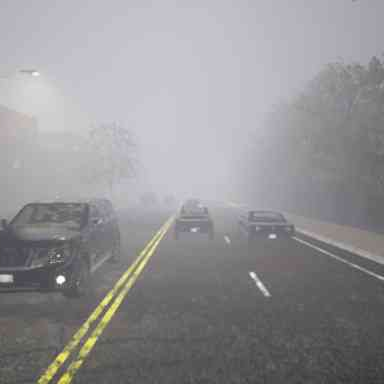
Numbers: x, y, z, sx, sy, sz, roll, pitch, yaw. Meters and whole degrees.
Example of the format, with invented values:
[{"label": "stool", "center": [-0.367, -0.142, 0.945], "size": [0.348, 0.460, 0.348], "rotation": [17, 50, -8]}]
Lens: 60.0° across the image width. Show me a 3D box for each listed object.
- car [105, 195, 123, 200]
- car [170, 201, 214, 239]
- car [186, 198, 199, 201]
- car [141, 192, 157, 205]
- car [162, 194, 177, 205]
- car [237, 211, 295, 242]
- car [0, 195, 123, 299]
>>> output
[{"label": "car", "center": [-20.725, 1.480, 88.687], "size": [4.313, 1.339, 1.947], "rotation": [-1, 1, -1]}, {"label": "car", "center": [0.095, 1.426, 16.862], "size": [2.128, 1.511, 4.902], "rotation": [0, 0, 0]}, {"label": "car", "center": [0.088, 1.390, 34.928], "size": [1.812, 1.442, 4.674], "rotation": [0, 0, 0]}, {"label": "car", "center": [-6.718, 1.017, 52.563], "size": [2.150, 2.045, 5.566], "rotation": [0, 0, 0]}, {"label": "car", "center": [-3.463, 1.152, 51.884], "size": [2.097, 1.767, 4.553], "rotation": [0, 0, -1]}, {"label": "car", "center": [3.344, 1.538, 16.007], "size": [1.895, 1.301, 4.718], "rotation": [0, 0, 0]}, {"label": "car", "center": [-3.355, 1.187, 8.726], "size": [2.150, 2.045, 5.566], "rotation": [0, 0, 0]}]
